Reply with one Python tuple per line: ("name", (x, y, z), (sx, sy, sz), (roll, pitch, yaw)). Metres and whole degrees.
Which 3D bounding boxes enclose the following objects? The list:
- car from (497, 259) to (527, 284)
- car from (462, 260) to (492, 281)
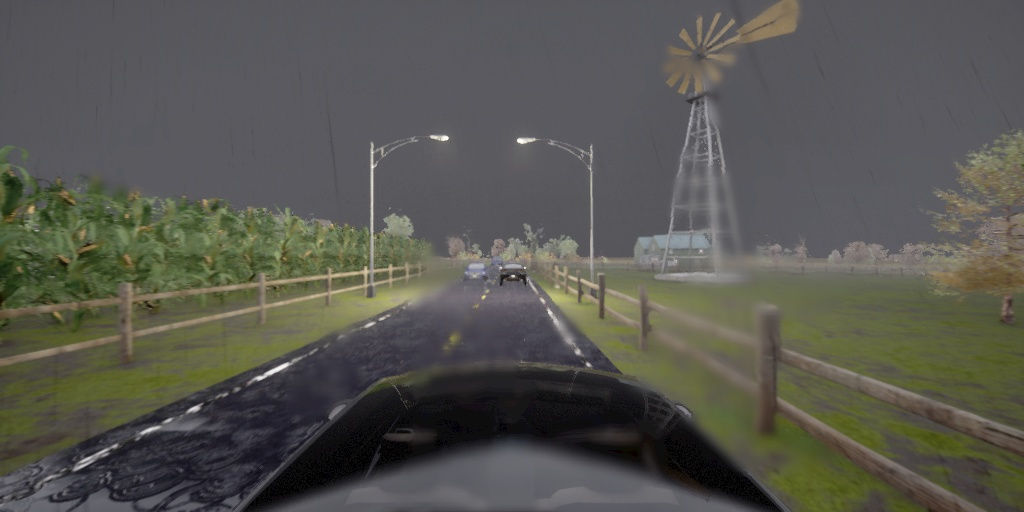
("car", (0.073, 1.233, 26.951), (1.882, 1.535, 5.008), (0, 0, 0))
("car", (-2.878, 1.282, 29.782), (1.812, 1.442, 4.674), (0, 0, 0))
